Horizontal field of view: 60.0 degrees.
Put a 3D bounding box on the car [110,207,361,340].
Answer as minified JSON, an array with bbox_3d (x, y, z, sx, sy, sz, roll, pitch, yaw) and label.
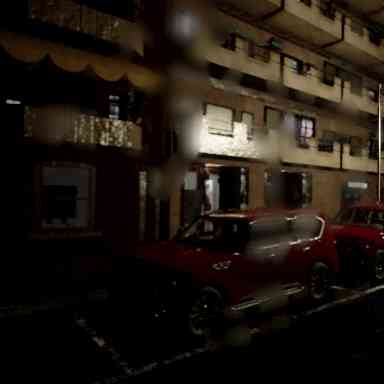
[{"bbox_3d":[0.962,1.307,6.758,5.009,1.841,2.192,0,2,-35],"label":"car"}]

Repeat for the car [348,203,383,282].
[{"bbox_3d":[5.464,1.298,9.969,5.009,1.841,2.192,0,2,-35],"label":"car"}]
